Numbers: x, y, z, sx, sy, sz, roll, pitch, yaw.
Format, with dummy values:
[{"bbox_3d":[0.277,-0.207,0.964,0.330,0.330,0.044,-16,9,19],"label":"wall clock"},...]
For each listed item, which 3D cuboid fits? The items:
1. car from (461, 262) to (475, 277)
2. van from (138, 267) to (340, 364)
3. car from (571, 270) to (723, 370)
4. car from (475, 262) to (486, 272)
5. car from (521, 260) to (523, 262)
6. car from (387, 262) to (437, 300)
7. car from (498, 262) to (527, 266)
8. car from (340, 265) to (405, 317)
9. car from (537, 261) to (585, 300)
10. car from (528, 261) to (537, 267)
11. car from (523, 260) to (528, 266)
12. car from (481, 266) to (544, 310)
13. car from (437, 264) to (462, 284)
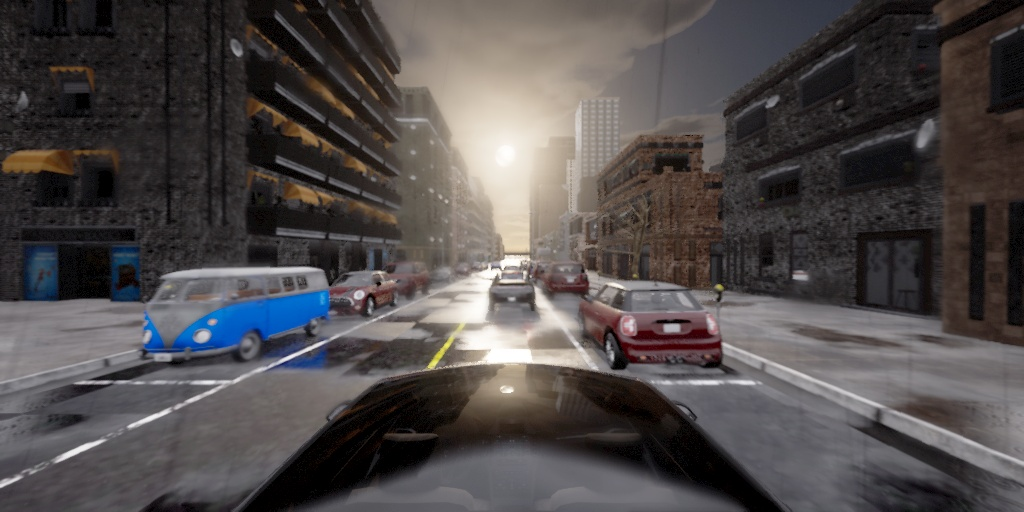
[{"bbox_3d":[-5.663,1.559,40.388,1.967,1.591,4.097,0,0,0],"label":"car"},{"bbox_3d":[-5.688,1.151,7.946,1.690,1.789,3.998,0,0,0],"label":"van"},{"bbox_3d":[2.693,1.249,7.932,1.967,1.591,4.097,0,0,0],"label":"car"},{"bbox_3d":[-5.650,1.711,56.609,1.967,1.591,4.097,0,0,0],"label":"car"},{"bbox_3d":[2.735,1.876,61.504,2.007,1.370,4.403,0,0,0],"label":"car"},{"bbox_3d":[-5.679,1.228,18.760,2.192,1.841,5.009,0,0,0],"label":"car"},{"bbox_3d":[0.039,1.531,30.349,1.837,1.490,4.892,0,0,0],"label":"car"},{"bbox_3d":[-5.683,1.302,13.353,1.967,1.591,4.097,0,0,0],"label":"car"},{"bbox_3d":[2.702,1.227,18.747,2.192,1.841,5.009,0,0,0],"label":"car"},{"bbox_3d":[2.710,1.330,29.561,2.192,1.841,5.009,0,0,0],"label":"car"},{"bbox_3d":[2.718,1.433,40.374,2.192,1.841,5.009,0,0,0],"label":"car"},{"bbox_3d":[0.027,1.373,15.358,2.128,1.511,4.902,0,0,0],"label":"car"},{"bbox_3d":[-5.671,1.567,29.574,2.007,1.370,4.403,0,0,0],"label":"car"}]
